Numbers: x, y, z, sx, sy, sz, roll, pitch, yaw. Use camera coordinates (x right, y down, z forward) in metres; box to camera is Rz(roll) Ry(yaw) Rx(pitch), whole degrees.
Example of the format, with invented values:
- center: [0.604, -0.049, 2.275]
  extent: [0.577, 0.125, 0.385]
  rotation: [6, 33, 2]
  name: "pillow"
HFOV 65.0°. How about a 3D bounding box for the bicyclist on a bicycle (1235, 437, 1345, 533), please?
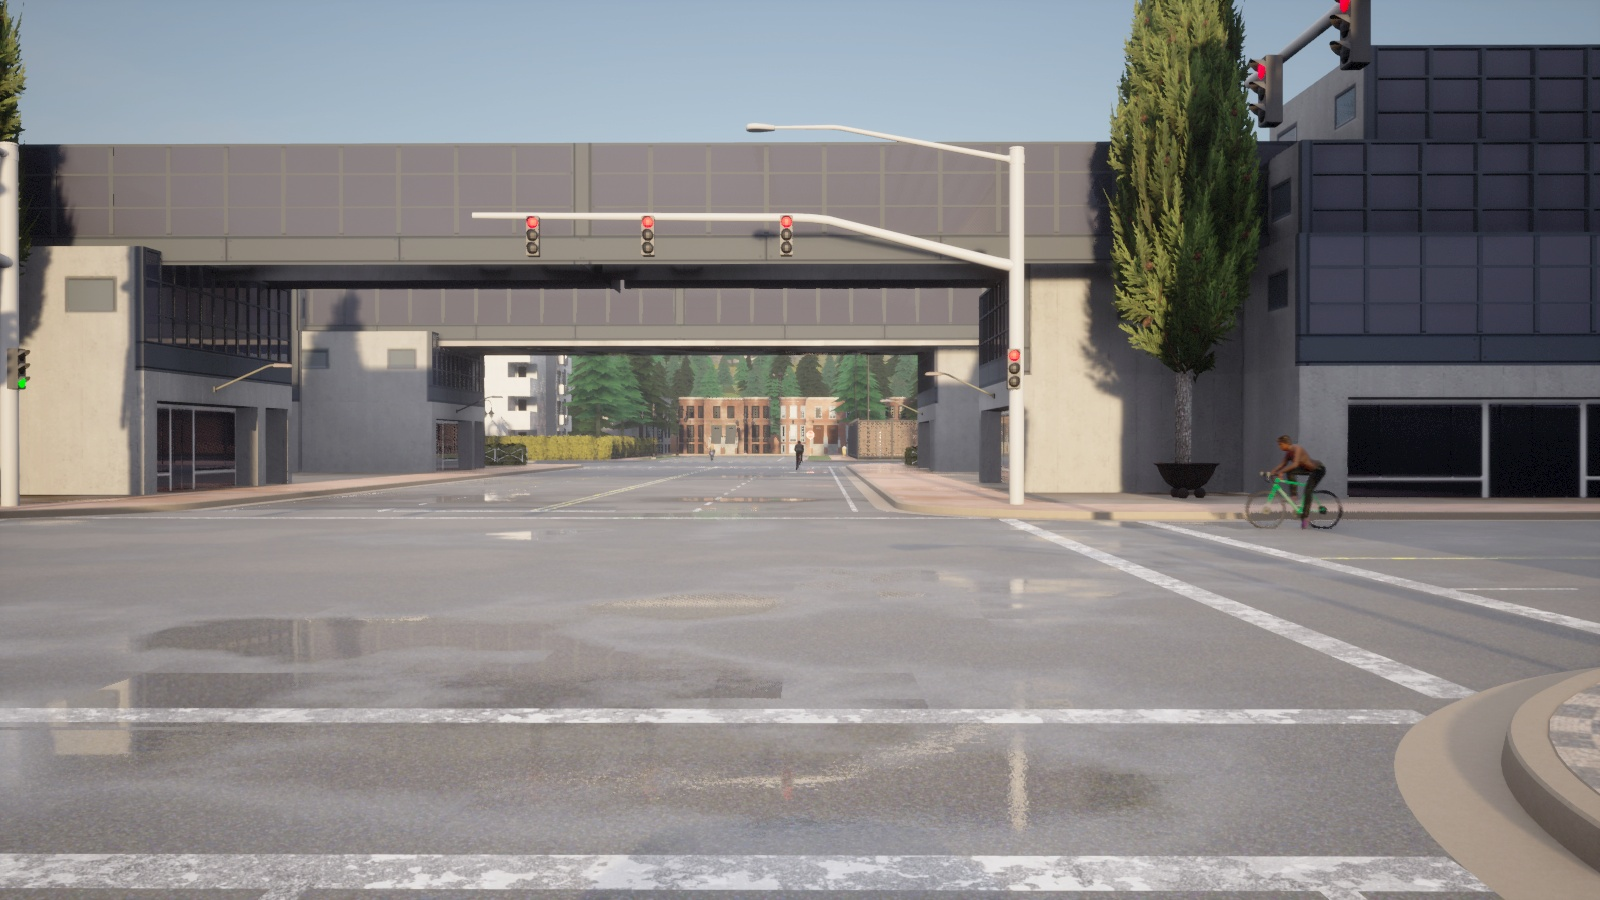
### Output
- center: [8.385, 0.585, 21.511]
  extent: [1.656, 1.620, 0.582]
  rotation: [0, 0, 1]
  name: "bicyclist on a bicycle"
